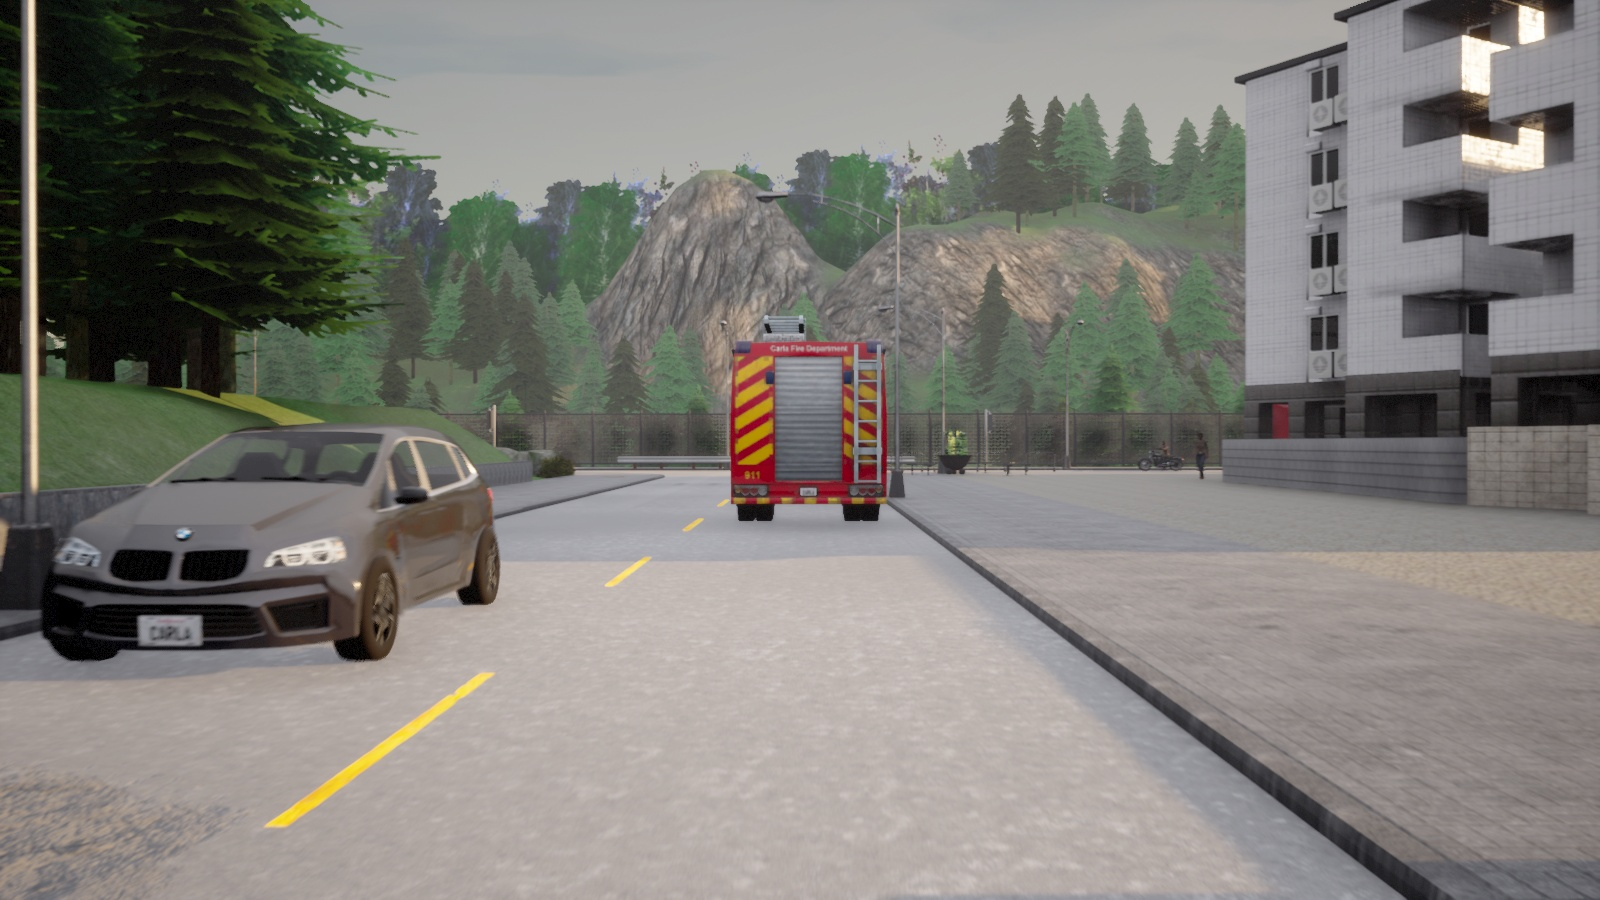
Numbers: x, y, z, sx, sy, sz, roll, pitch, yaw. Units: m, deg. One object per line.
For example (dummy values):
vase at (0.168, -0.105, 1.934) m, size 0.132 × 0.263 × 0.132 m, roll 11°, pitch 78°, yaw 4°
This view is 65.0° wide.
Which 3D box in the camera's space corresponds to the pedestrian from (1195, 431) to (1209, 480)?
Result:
pedestrian at (15.025, 0.204, 46.916) m, size 0.328 × 1.805 × 0.869 m, roll 0°, pitch 0°, yaw 28°

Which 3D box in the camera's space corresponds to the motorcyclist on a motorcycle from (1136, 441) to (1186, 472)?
motorcyclist on a motorcycle at (18.898, 0.341, 65.757) m, size 2.350 × 1.649 × 0.766 m, roll 0°, pitch 0°, yaw 0°

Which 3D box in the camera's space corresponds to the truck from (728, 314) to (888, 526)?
truck at (0.172, -0.570, 26.930) m, size 2.891 × 3.827 × 8.468 m, roll 0°, pitch 0°, yaw 0°

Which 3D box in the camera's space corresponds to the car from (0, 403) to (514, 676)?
car at (-3.928, 0.531, 9.974) m, size 2.242 × 1.667 × 4.611 m, roll 0°, pitch 0°, yaw 0°
